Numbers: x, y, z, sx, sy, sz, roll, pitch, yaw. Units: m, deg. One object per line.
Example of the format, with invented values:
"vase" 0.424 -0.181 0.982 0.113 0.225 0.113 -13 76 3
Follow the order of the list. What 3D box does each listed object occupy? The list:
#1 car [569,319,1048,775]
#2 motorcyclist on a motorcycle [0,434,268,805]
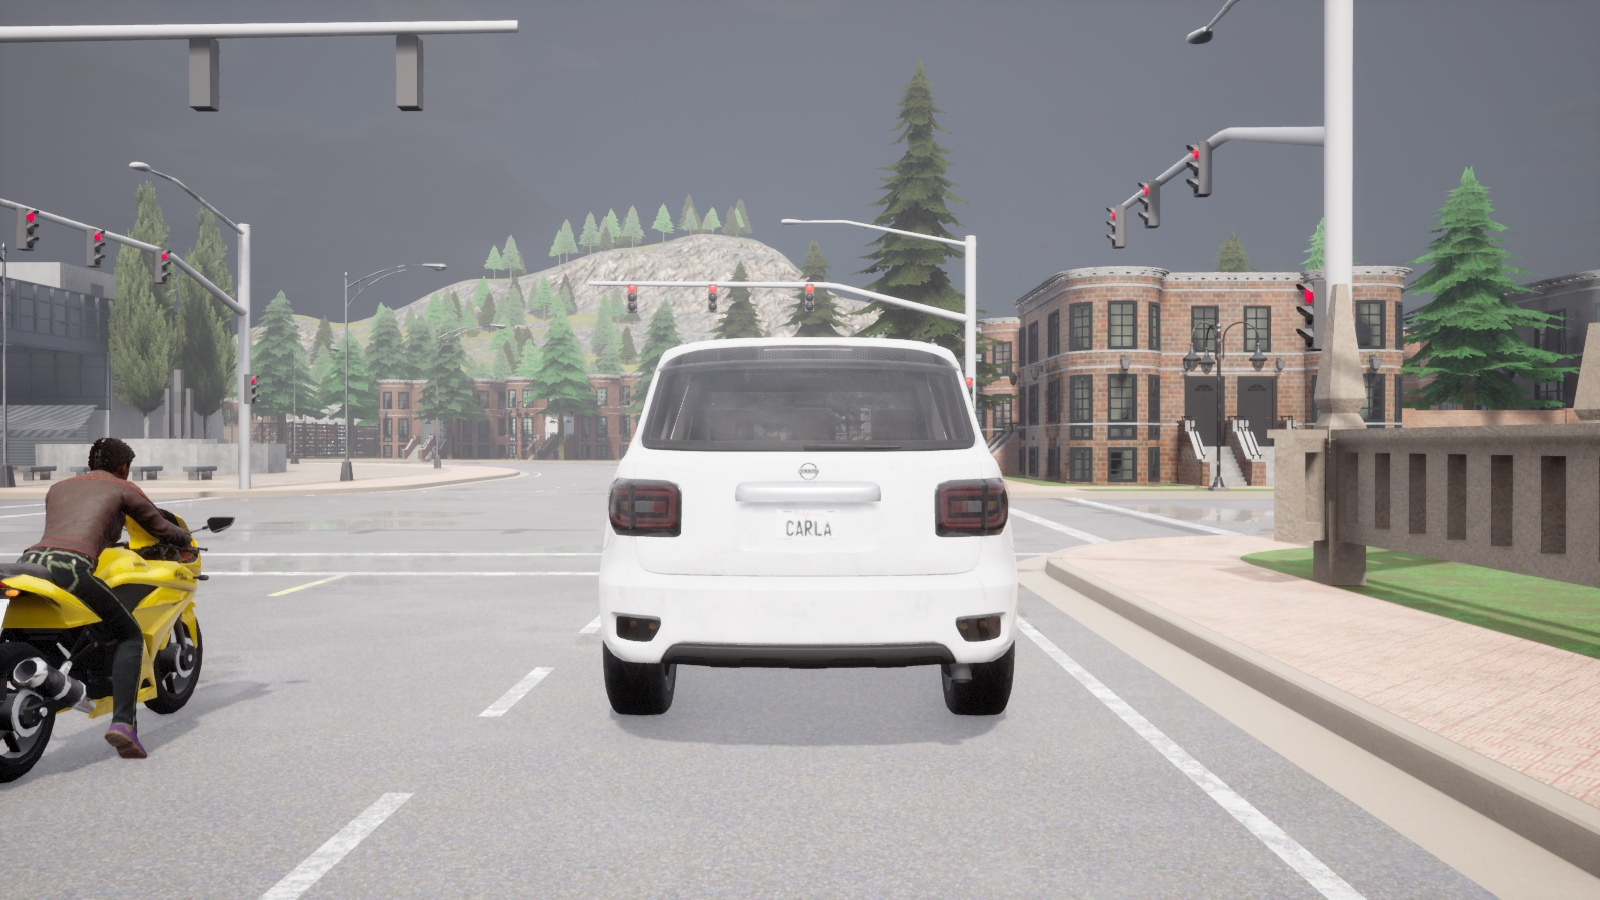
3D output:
"car" 0.058 0.418 8.421 2.150 2.045 5.566 0 0 0
"motorcyclist on a motorcycle" -3.453 0.691 6.178 0.797 1.523 2.044 0 0 0
